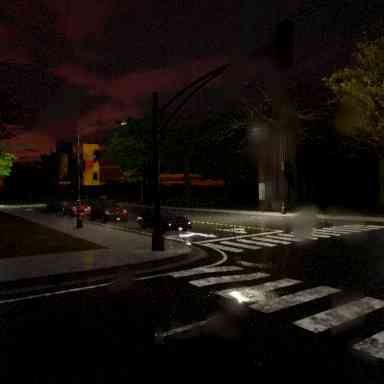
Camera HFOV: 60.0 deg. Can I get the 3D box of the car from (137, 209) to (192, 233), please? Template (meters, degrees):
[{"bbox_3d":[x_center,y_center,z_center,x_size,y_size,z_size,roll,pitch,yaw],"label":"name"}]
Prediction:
[{"bbox_3d":[-1.993,1.819,22.056,2.033,1.411,5.357,-1,0,-29],"label":"car"}]

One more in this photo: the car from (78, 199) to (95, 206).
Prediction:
[{"bbox_3d":[-21.175,2.098,66.666,1.994,1.385,4.181,-1,0,-35],"label":"car"}]

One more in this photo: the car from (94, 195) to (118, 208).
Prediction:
[{"bbox_3d":[-15.055,1.651,57.922,2.150,2.045,5.566,-1,0,-35],"label":"car"}]

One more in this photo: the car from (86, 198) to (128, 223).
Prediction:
[{"bbox_3d":[-7.493,1.716,29.806,2.097,1.767,4.553,-1,0,-35],"label":"car"}]

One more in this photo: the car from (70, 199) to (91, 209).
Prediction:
[{"bbox_3d":[-19.674,2.077,58.688,2.033,1.411,5.357,-1,0,-35],"label":"car"}]

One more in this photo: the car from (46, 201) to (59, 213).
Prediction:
[{"bbox_3d":[-18.865,2.034,46.126,1.882,1.535,5.008,-1,0,-35],"label":"car"}]

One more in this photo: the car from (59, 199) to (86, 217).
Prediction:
[{"bbox_3d":[-13.105,1.811,37.824,2.097,1.767,4.553,-1,0,-35],"label":"car"}]

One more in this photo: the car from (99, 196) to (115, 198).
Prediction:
[{"bbox_3d":[-13.810,1.781,50.379,2.097,1.767,4.553,-1,0,-35],"label":"car"}]
